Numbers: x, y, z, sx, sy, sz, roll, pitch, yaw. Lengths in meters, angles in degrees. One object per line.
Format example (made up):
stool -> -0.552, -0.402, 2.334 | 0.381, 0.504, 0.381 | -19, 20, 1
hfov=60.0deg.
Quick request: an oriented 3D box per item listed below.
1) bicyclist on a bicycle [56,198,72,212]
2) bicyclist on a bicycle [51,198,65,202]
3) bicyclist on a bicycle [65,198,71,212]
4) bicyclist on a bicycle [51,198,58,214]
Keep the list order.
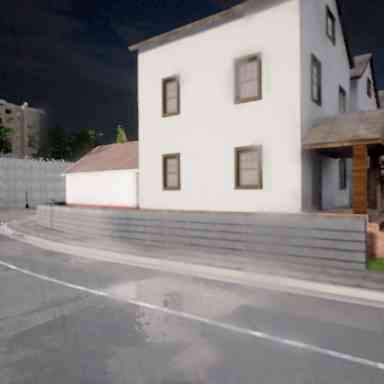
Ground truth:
bicyclist on a bicycle -> -15.097, 1.566, 39.302 | 1.656, 1.620, 0.582 | -1, 0, 3
bicyclist on a bicycle -> -14.481, 1.541, 34.789 | 1.656, 1.620, 0.582 | 0, 0, -44
bicyclist on a bicycle -> -14.934, 1.569, 40.135 | 0.582, 1.620, 1.656 | 0, -1, -17
bicyclist on a bicycle -> -15.851, 1.628, 38.251 | 0.582, 1.620, 1.656 | -5, -5, -23
